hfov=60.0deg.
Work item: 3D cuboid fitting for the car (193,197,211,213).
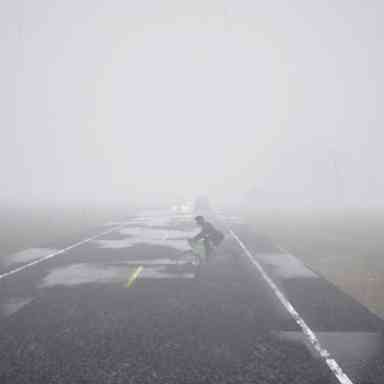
[{"bbox_3d":[1.096,1.538,36.524,2.033,1.411,5.357,0,0,1],"label":"car"}]

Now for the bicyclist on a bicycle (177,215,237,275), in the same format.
[{"bbox_3d":[0.388,1.452,8.951,1.656,1.620,0.582,-2,0,2],"label":"bicyclist on a bicycle"}]

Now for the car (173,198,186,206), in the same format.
[{"bbox_3d":[-2.056,1.588,54.998,1.895,1.301,4.718,0,0,2],"label":"car"}]
